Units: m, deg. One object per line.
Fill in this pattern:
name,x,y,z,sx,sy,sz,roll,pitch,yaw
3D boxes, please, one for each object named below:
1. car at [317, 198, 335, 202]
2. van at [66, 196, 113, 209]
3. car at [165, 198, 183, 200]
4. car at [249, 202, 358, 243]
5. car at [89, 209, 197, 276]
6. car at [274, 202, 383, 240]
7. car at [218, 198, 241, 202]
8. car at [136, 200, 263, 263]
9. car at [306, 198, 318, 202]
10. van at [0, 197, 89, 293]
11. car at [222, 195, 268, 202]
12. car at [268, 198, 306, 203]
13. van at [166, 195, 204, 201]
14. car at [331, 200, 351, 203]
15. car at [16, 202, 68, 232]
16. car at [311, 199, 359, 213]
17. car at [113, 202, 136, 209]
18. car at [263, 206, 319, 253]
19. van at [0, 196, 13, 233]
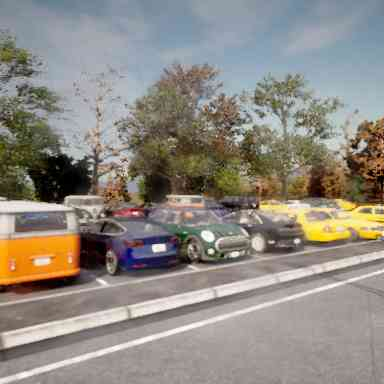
car,12.915,1.618,37.268,2.163,1.488,4.792,0,0,-35
van,-7.362,1.248,22.807,1.878,1.987,4.442,0,0,-36
car,-3.042,1.507,26.036,2.163,1.488,4.792,0,0,-35
car,4.491,1.476,15.535,1.946,1.575,5.366,0,0,-35
car,-2.208,1.509,10.598,2.163,1.488,4.792,0,0,-35
car,6.870,1.487,16.766,1.946,1.575,5.366,0,0,-35
car,1.614,1.533,29.264,2.163,1.488,4.792,0,0,-35
car,0.054,1.350,12.203,2.185,1.767,4.553,0,0,-35
car,10.639,1.612,35.689,2.002,1.452,4.674,0,0,-35
van,-4.525,1.261,9.064,1.878,1.987,4.442,0,0,-35
car,3.842,1.269,30.912,2.435,2.045,5.566,0,0,-35
car,8.485,1.552,33.938,1.946,1.575,5.366,0,0,-35
van,-0.831,1.263,27.710,1.878,1.987,4.442,0,0,-35
car,11.500,1.519,20.045,1.946,1.575,5.366,0,0,-35
car,-9.701,1.478,21.290,2.097,1.535,5.008,0,0,-35
car,17.321,1.622,40.419,2.097,1.535,5.008,0,0,-35
car,-5.196,1.502,24.510,2.163,1.488,4.792,0,0,-35
car,2.343,1.475,13.779,2.231,1.521,4.892,0,0,-35
van,-12.026,1.259,19.779,1.878,1.987,4.442,0,0,-35
